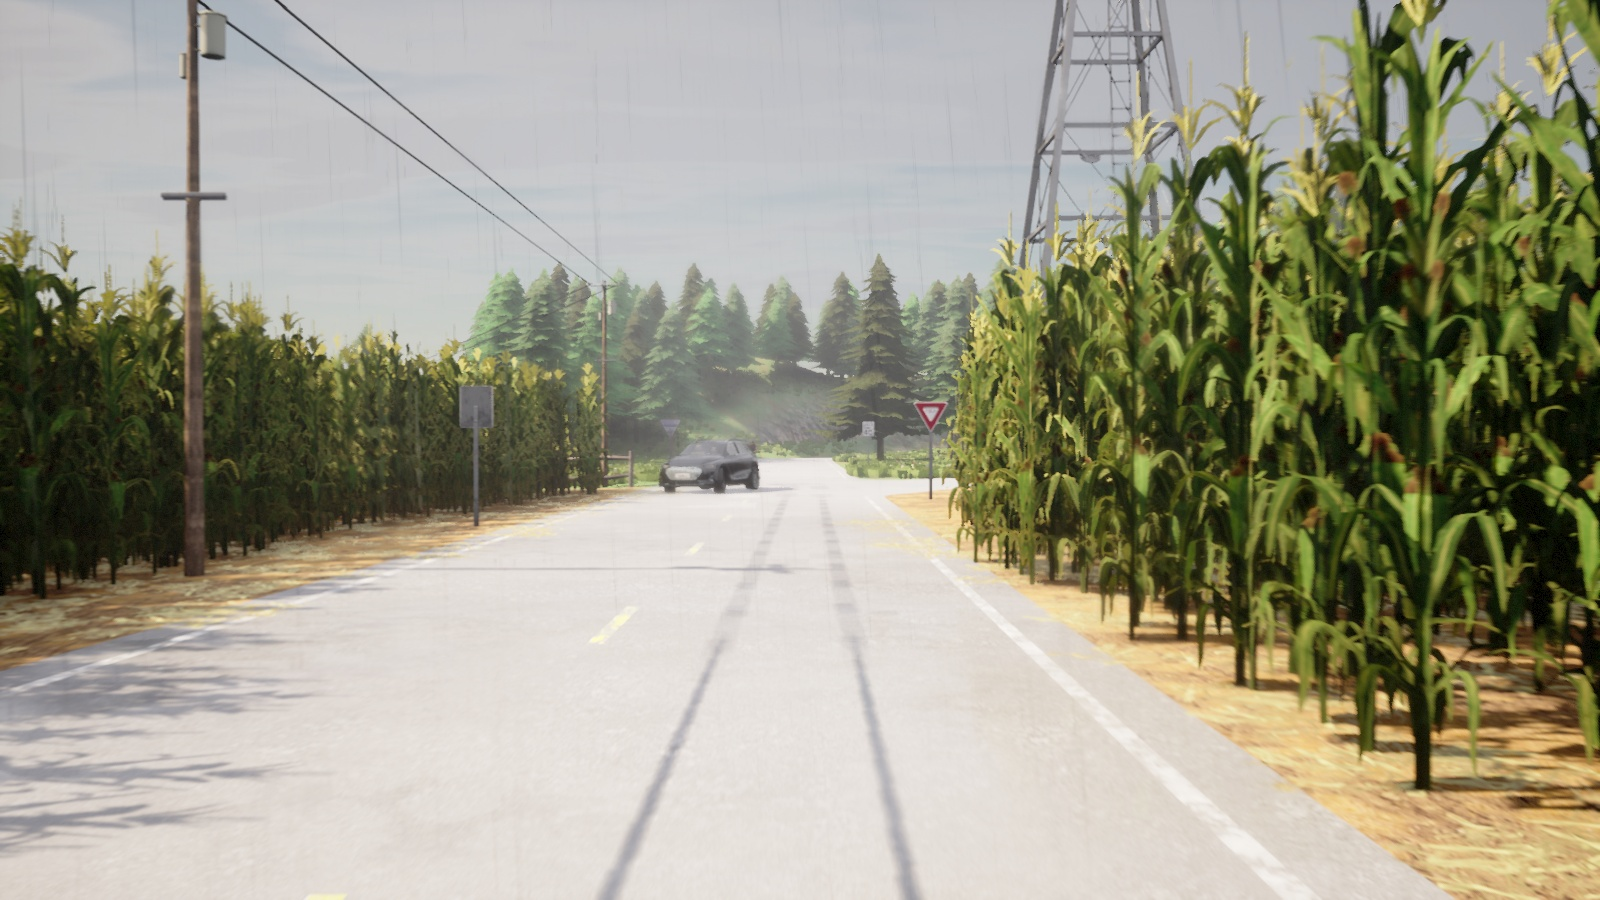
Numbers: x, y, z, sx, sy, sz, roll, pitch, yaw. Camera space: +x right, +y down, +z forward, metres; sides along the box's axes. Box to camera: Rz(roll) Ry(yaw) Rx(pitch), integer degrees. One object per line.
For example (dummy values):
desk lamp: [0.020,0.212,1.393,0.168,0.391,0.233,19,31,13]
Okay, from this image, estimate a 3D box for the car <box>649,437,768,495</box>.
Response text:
car: [-2.717,0.457,38.583,2.033,1.649,4.856,0,0,17]
